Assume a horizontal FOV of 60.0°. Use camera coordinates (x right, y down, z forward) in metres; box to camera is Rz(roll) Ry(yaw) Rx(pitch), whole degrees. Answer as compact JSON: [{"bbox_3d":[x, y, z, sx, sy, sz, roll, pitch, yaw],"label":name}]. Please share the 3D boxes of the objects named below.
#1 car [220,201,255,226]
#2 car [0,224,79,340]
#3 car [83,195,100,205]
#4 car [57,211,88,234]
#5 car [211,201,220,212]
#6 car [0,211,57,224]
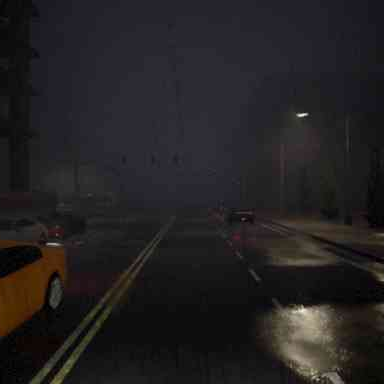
[{"bbox_3d":[3.580,1.687,25.431,2.128,1.511,4.902,0,-1,0],"label":"car"},{"bbox_3d":[-3.565,1.517,4.977,1.882,1.535,5.008,0,-1,0],"label":"car"},{"bbox_3d":[-26.708,2.076,88.544,1.970,1.475,3.806,0,0,0],"label":"car"},{"bbox_3d":[-7.060,1.701,17.638,1.994,1.385,4.181,0,0,1],"label":"car"},{"bbox_3d":[3.586,1.825,42.877,1.812,1.442,4.674,0,0,0],"label":"car"},{"bbox_3d":[-6.999,1.622,12.347,1.812,1.442,4.674,0,0,0],"label":"car"}]
